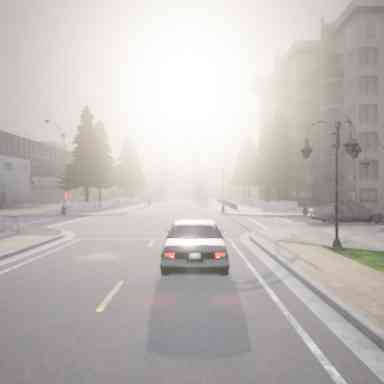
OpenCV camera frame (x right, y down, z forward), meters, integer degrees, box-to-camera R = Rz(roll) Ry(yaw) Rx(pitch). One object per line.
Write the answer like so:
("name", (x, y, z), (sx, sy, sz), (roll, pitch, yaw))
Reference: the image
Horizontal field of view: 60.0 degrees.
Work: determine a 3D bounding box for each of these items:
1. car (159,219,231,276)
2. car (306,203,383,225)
("car", (0.077, 1.529, 10.246), (2.033, 1.411, 5.357), (0, 0, 0))
("car", (10.747, 1.491, 22.844), (5.357, 1.411, 2.033), (0, 0, 3))
